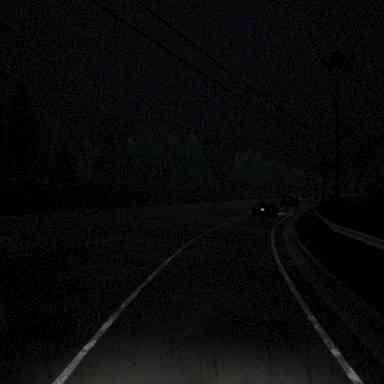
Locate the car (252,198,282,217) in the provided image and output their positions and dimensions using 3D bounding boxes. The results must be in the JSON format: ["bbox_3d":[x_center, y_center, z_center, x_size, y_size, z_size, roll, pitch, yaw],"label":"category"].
[{"bbox_3d":[6.764,1.495,30.506,1.994,1.385,4.181,0,0,20],"label":"car"}]

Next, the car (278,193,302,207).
[{"bbox_3d":[14.405,1.253,48.788,2.097,1.767,4.553,0,0,25],"label":"car"}]
